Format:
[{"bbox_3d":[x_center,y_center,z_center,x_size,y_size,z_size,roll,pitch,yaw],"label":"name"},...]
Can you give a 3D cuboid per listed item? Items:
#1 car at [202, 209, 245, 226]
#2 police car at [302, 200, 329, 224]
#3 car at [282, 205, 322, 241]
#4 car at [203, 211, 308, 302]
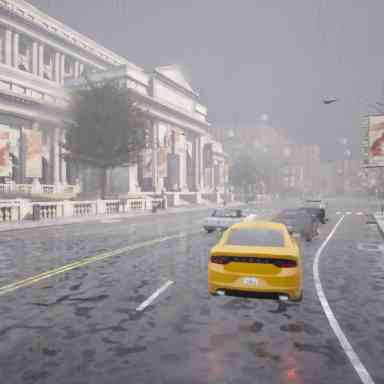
[{"bbox_3d":[2.333,1.601,18.975,1.895,1.301,4.718,0,0,26],"label":"car"},{"bbox_3d":[9.193,1.425,25.118,1.930,1.638,5.238,0,0,27],"label":"police car"},{"bbox_3d":[5.179,1.564,16.767,1.994,1.385,4.181,0,0,26],"label":"car"},{"bbox_3d":[1.709,1.478,8.472,1.882,1.535,5.008,0,0,15],"label":"car"}]
